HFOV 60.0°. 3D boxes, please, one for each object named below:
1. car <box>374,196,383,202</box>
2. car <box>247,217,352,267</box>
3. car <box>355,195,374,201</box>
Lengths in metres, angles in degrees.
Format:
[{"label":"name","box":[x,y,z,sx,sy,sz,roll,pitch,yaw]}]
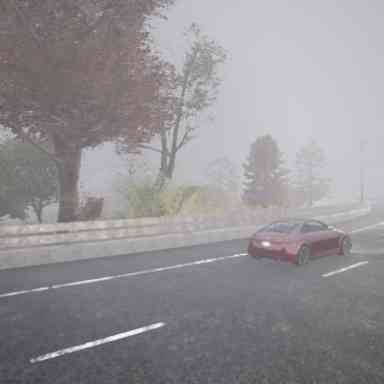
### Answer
[{"label":"car","box":[42.736,1.492,76.230,1.994,1.385,4.181,0,0,6]},{"label":"car","box":[3.841,1.590,11.661,4.181,1.385,1.994,0,0,-40]},{"label":"car","box":[39.274,1.426,76.746,1.882,1.535,5.008,0,0,6]}]
